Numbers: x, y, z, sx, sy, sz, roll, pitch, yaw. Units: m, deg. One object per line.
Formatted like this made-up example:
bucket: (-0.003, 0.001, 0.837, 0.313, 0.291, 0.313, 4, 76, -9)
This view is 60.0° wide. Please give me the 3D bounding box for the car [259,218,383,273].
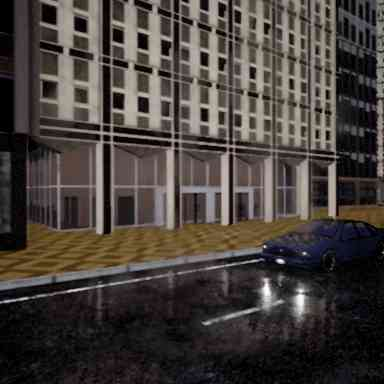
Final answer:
car: (4.687, 1.602, 11.029, 5.357, 1.411, 2.033, 0, 0, -36)
